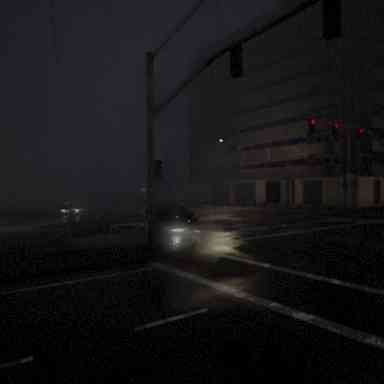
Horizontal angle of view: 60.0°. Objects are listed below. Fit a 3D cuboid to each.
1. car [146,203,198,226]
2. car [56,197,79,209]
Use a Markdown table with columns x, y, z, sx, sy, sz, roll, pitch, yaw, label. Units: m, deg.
| x | y | z | sx | sy | sz | roll | pitch | yaw | label |
| --- | --- | --- | --- | --- | --- | --- | --- | --- | --- |
| -1.524 | 1.478 | 22.633 | 1.812 | 1.442 | 4.674 | -1 | 2 | -35 | car |
| -16.131 | 1.430 | 43.172 | 1.812 | 1.442 | 4.674 | -1 | 1 | -35 | car |
